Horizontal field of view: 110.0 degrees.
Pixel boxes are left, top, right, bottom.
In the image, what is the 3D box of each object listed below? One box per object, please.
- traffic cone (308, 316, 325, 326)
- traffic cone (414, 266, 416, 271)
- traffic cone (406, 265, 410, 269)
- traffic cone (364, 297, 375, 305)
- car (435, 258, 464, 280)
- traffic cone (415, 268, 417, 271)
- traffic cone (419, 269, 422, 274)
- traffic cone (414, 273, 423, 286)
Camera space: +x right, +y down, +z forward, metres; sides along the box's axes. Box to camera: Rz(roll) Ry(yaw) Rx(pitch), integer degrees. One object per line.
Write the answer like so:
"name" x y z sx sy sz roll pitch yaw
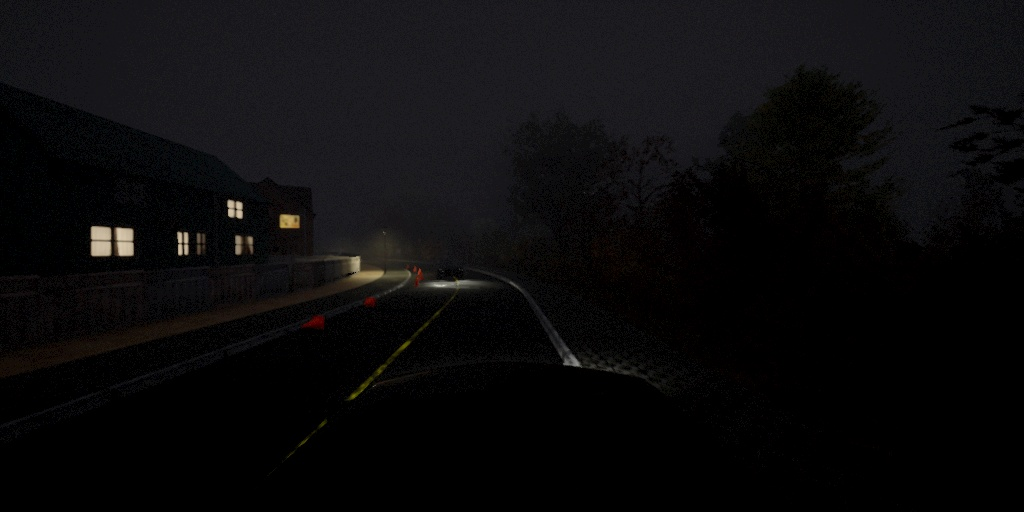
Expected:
"traffic cone" -5.110 1.465 9.493 0.340 0.580 0.340 0 0 -19
"traffic cone" -9.552 1.221 35.401 0.340 0.580 0.340 0 0 -22
"traffic cone" -11.532 1.111 39.780 0.340 0.580 0.340 0 0 -27
"traffic cone" -5.284 1.422 13.399 0.340 0.580 0.340 0 0 -3
"car" -4.891 0.902 27.677 1.882 1.535 5.008 0 1 -15
"traffic cone" -7.916 1.321 30.882 0.340 0.580 0.340 0 0 -18
"traffic cone" -6.634 1.410 26.250 0.340 0.580 0.340 0 0 -13
"traffic cone" -5.714 1.488 21.532 0.340 0.580 0.340 0 0 -9
